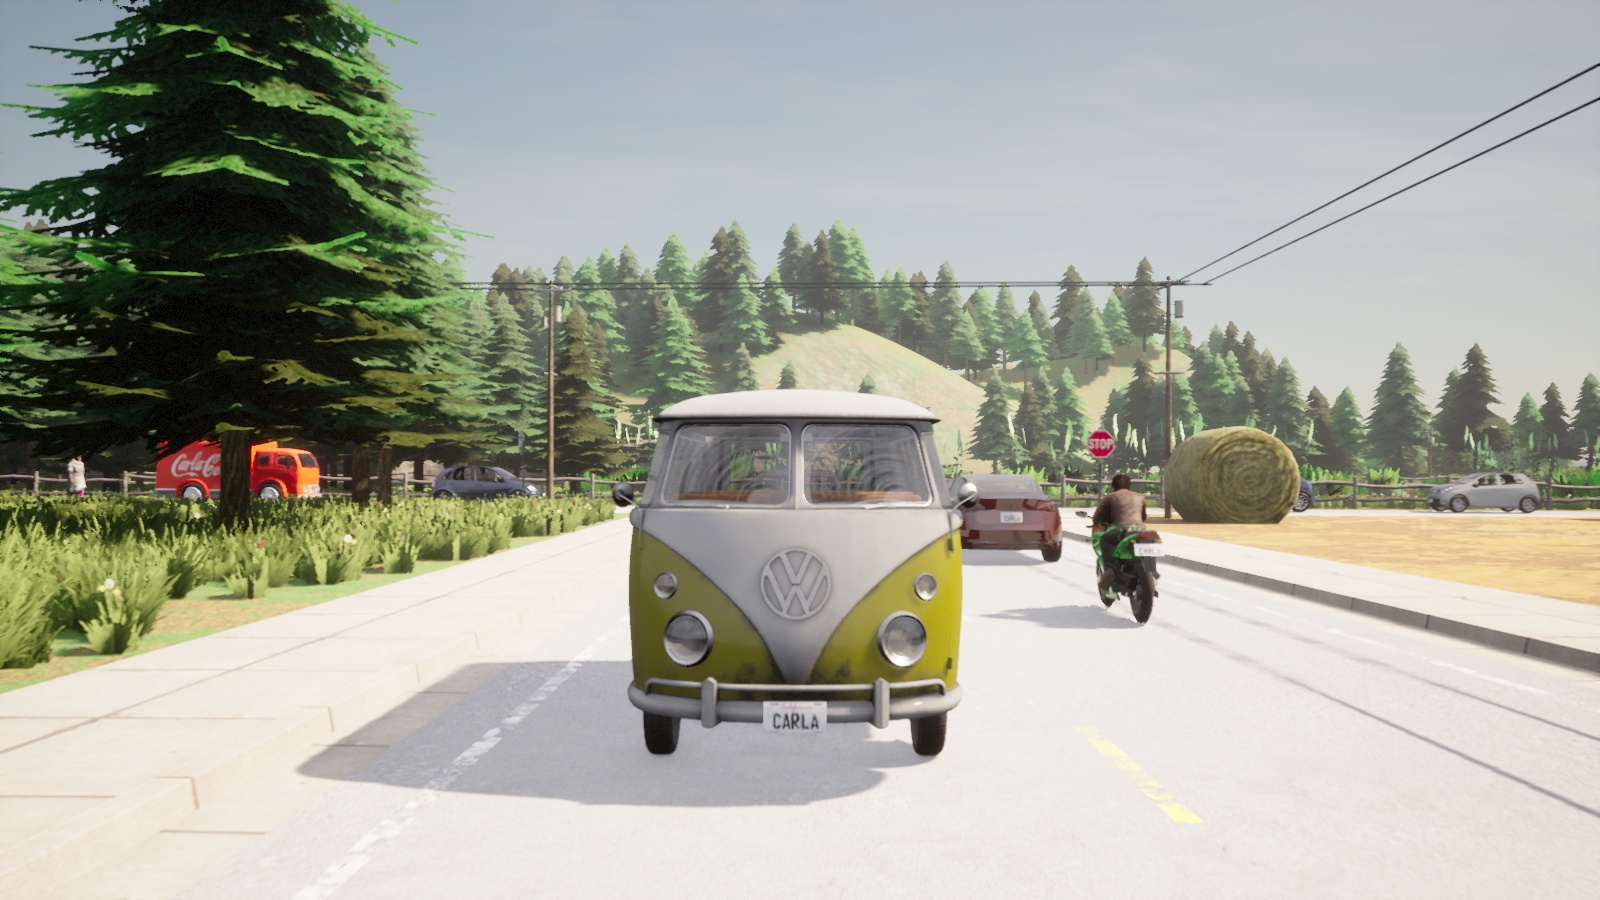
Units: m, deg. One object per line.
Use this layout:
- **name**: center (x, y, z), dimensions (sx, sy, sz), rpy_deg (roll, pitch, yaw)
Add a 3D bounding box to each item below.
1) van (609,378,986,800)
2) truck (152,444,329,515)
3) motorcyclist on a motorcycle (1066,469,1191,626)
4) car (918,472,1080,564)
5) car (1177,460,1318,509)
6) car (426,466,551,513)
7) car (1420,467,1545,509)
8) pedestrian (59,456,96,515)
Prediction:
- **van**: center (-0.020, 0.689, 8.158), dimensions (1.775, 1.987, 4.442), rpy_deg (0, -1, 0)
- **truck**: center (-20.064, 1.057, 45.233), dimensions (5.204, 2.467, 2.627), rpy_deg (0, -1, 2)
- **motorcyclist on a motorcycle**: center (3.468, 0.986, 13.461), dimensions (0.797, 1.523, 2.044), rpy_deg (0, 0, 0)
- **car**: center (3.446, 1.143, 22.767), dimensions (2.163, 1.488, 4.792), rpy_deg (0, -1, 0)
- **car**: center (16.715, 1.283, 47.055), dimensions (4.553, 1.767, 2.097), rpy_deg (0, -1, 3)
- **car**: center (-11.077, 1.400, 44.835), dimensions (3.988, 1.617, 1.851), rpy_deg (0, -1, 3)
- **car**: center (25.300, 1.398, 46.656), dimensions (3.633, 1.501, 1.845), rpy_deg (0, -1, 3)
- **pedestrian**: center (-23.959, 1.165, 41.647), dimensions (0.873, 1.952, 0.659), rpy_deg (-1, -1, 22)
